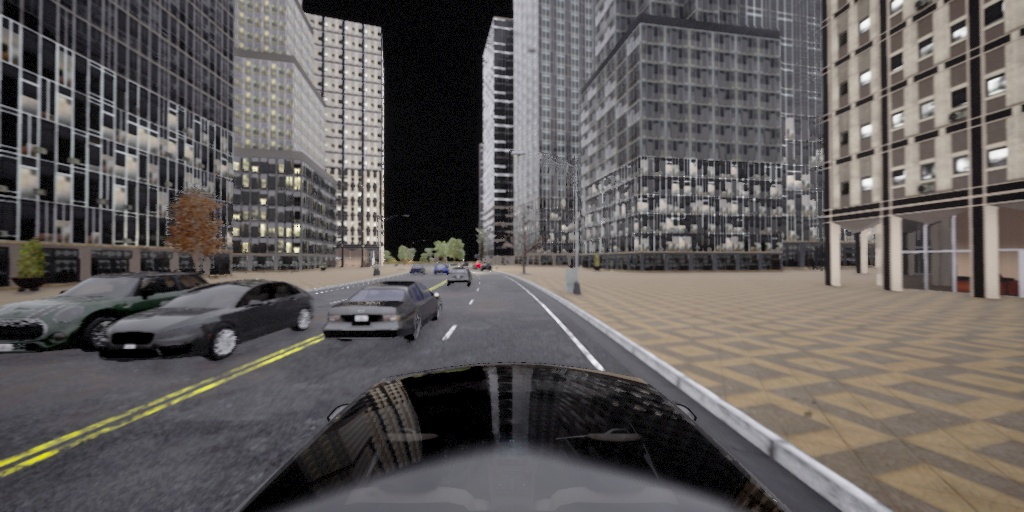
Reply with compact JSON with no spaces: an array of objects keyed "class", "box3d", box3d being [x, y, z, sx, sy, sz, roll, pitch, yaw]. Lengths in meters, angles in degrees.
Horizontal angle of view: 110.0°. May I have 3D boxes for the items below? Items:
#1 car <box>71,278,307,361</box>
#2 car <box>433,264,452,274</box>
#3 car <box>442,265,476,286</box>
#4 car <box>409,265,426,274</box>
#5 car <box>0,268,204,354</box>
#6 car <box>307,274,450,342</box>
[{"class":"car","box3d":[-6.703,1.359,8.669,1.837,1.490,4.892,0,-1,-1]},{"class":"car","box3d":[-9.745,1.860,49.501,1.882,1.535,5.008,0,-1,-7]},{"class":"car","box3d":[-4.193,1.656,29.158,2.033,1.411,5.357,0,-1,-4]},{"class":"car","box3d":[-13.095,1.946,50.188,2.033,1.411,5.357,0,-1,-7]},{"class":"car","box3d":[-9.969,1.221,9.250,2.097,1.767,4.553,0,-1,-1]},{"class":"car","box3d":[-3.271,1.413,10.176,2.033,1.411,5.357,0,-1,-1]}]
